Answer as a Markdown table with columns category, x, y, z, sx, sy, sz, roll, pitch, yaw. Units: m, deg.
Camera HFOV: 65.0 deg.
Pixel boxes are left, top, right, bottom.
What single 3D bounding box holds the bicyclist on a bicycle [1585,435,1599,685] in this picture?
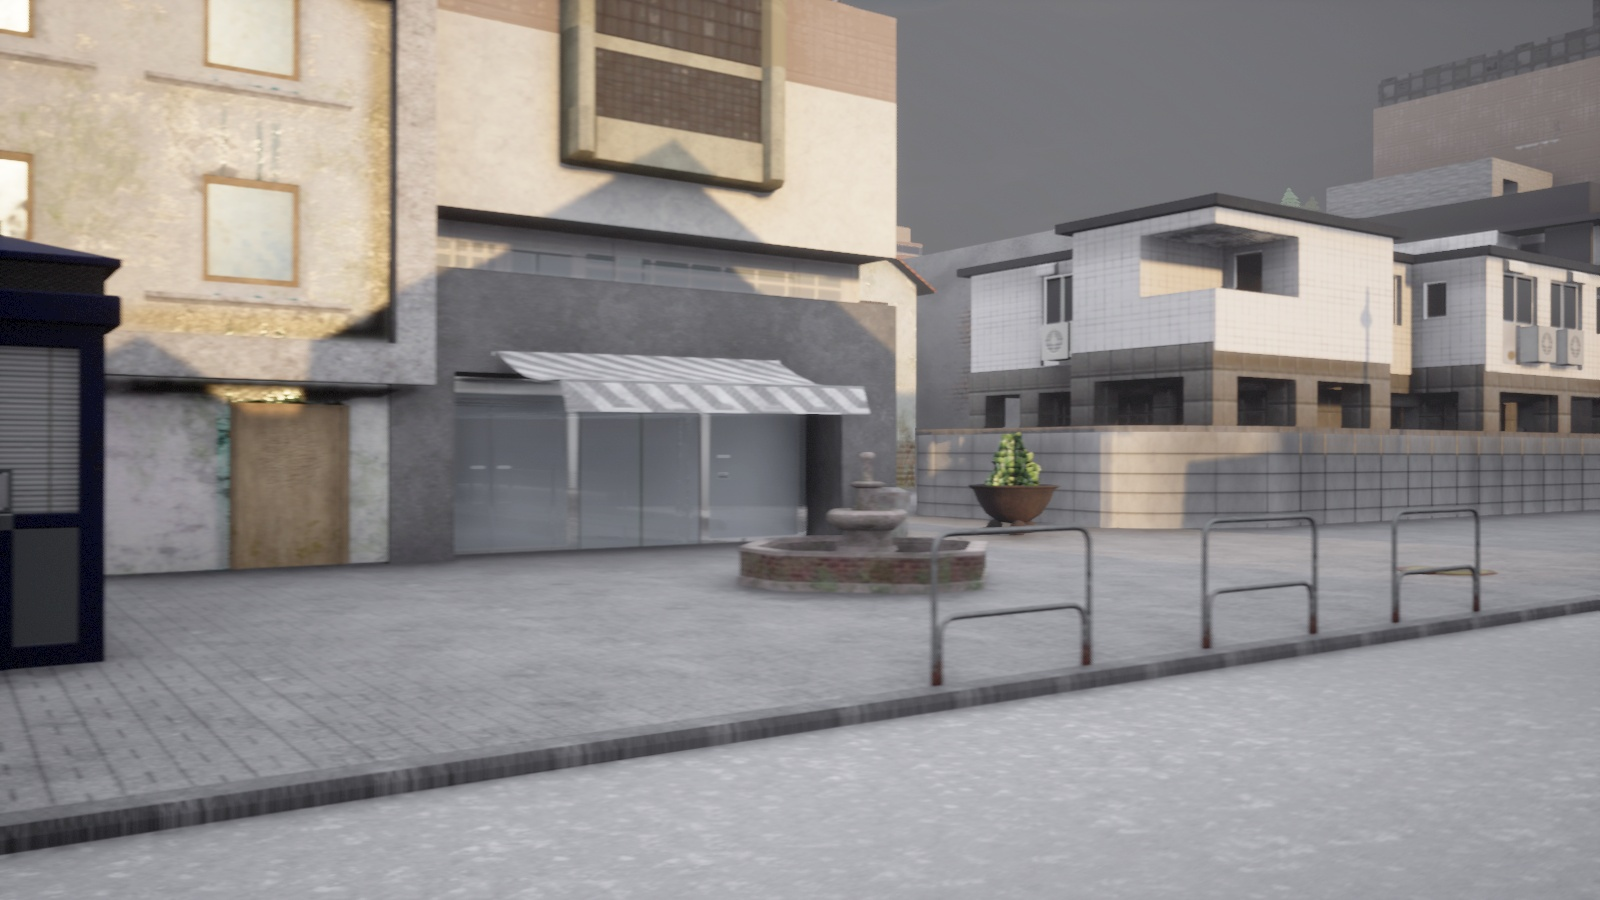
| category | x | y | z | sx | sy | sz | roll | pitch | yaw |
| --- | --- | --- | --- | --- | --- | --- | --- | --- | --- |
| bicyclist on a bicycle | 5.969 | 0.706 | 8.423 | 1.656 | 1.620 | 0.582 | 0 | 0 | -35 |
